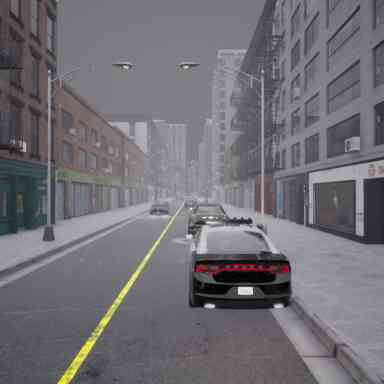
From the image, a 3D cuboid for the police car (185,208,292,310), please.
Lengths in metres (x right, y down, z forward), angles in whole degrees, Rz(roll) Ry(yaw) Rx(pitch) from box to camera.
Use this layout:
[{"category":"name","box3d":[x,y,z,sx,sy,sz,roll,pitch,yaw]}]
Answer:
[{"category":"police car","box3d":[0.876,1.429,8.081,1.930,1.638,5.238,0,0,0]}]

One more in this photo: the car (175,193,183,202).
[{"category":"car","box3d":[-3.275,1.401,85.960,2.150,2.045,5.566,0,0,0]}]

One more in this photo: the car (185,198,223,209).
[{"category":"car","box3d":[0.843,1.363,17.942,2.097,1.767,4.553,0,0,0]}]

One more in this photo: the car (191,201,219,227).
[{"category":"car","box3d":[0.824,1.476,24.162,1.801,1.575,5.366,0,0,0]}]

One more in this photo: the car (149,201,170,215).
[{"category":"car","box3d":[-3.210,1.585,34.135,2.033,1.411,5.357,0,0,0]}]

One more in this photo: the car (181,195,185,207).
[{"category":"car","box3d":[-0.112,1.557,46.874,2.128,1.511,4.902,0,0,0]}]
